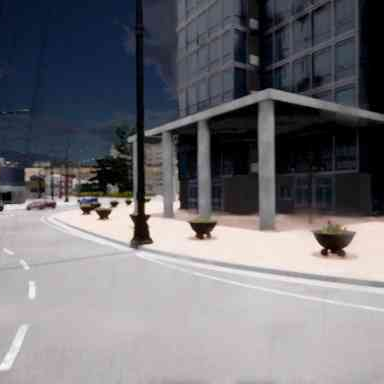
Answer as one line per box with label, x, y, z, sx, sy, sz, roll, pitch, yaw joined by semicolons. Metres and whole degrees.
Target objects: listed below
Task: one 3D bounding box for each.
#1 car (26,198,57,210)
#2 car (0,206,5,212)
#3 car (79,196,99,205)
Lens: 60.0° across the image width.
car;-18.892;1.522;42.108;1.812;1.442;4.674;-1;0;8
car;-20.900;1.664;32.537;1.895;1.301;4.718;-1;0;17
car;-17.204;1.438;55.873;1.812;1.442;4.674;-1;0;7
